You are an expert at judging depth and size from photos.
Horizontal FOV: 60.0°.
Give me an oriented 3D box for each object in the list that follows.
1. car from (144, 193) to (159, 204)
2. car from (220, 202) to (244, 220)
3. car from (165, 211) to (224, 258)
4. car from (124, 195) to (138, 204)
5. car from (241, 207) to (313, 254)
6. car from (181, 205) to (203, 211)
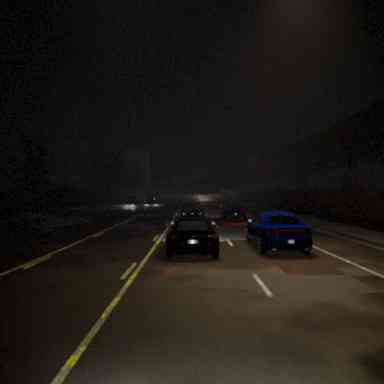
[{"bbox_3d":[-7.030,1.157,57.710,2.097,1.767,4.553,0,1,0],"label":"car"},{"bbox_3d":[3.543,1.590,29.174,1.882,1.535,5.008,0,1,0],"label":"car"},{"bbox_3d":[0.030,1.688,13.409,1.994,1.385,4.181,0,0,0],"label":"car"},{"bbox_3d":[-10.532,1.297,57.642,2.128,1.511,4.902,0,1,0],"label":"car"},{"bbox_3d":[3.535,1.605,14.227,1.882,1.535,5.008,0,0,0],"label":"car"},{"bbox_3d":[0.034,1.720,28.195,1.895,1.301,4.718,0,0,0],"label":"car"}]
